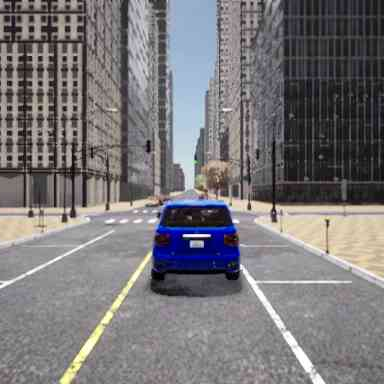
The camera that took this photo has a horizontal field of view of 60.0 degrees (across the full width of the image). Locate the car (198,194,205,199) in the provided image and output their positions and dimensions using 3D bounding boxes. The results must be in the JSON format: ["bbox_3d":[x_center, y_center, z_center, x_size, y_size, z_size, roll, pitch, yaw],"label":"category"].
[{"bbox_3d":[2.611,1.329,94.838,1.752,1.417,4.829,0,0,0],"label":"car"}]

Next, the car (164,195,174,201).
[{"bbox_3d":[-5.759,1.396,83.316,2.008,1.369,4.403,0,0,0],"label":"car"}]

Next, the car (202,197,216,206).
[{"bbox_3d":[2.745,1.479,54.946,2.008,1.369,4.403,0,0,0],"label":"car"}]

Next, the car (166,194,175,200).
[{"bbox_3d":[-5.764,1.376,88.992,2.008,1.369,4.403,0,0,0],"label":"car"}]

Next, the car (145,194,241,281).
[{"bbox_3d":[0.090,1.218,9.955,2.150,2.045,5.566,0,0,0],"label":"car"}]

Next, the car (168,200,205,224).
[{"bbox_3d":[-0.527,1.472,25.554,2.128,1.511,4.902,0,0,-10],"label":"car"}]

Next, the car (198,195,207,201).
[{"bbox_3d":[2.621,1.390,83.318,1.887,1.381,4.507,0,0,0],"label":"car"}]

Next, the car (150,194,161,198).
[{"bbox_3d":[-5.859,1.466,49.091,1.752,1.417,4.829,0,0,0],"label":"car"}]

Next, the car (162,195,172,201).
[{"bbox_3d":[-5.754,1.409,77.641,1.887,1.381,4.507,0,0,0],"label":"car"}]
